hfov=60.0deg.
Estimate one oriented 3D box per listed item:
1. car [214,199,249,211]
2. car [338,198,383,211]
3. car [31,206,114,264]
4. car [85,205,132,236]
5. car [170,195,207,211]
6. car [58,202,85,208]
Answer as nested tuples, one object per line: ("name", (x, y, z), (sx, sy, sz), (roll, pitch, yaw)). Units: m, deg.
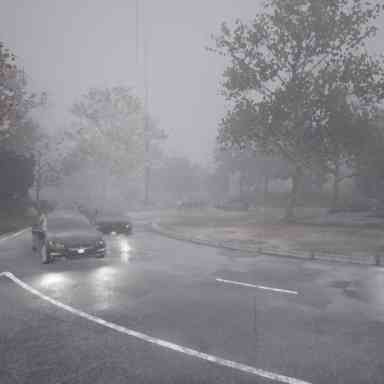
("car", (4.793, 1.500, 40.406), (4.181, 1.385, 1.994), (-1, 0, -24))
("car", (20.454, 1.537, 40.462), (4.892, 1.490, 1.837), (1, 0, 27))
("car", (-4.602, 1.504, 12.031), (1.837, 1.490, 4.892), (0, 0, -32))
("car", (-4.577, 1.547, 18.223), (2.033, 1.411, 5.357), (0, 0, -19))
("car", (-0.466, 1.329, 40.817), (4.553, 1.767, 2.097), (-1, 1, -36))
("car", (-8.431, 1.489, 22.917), (2.128, 1.511, 4.902), (0, 0, -1))
